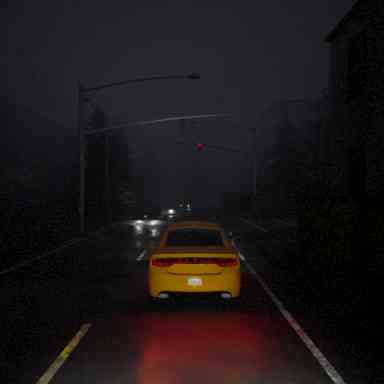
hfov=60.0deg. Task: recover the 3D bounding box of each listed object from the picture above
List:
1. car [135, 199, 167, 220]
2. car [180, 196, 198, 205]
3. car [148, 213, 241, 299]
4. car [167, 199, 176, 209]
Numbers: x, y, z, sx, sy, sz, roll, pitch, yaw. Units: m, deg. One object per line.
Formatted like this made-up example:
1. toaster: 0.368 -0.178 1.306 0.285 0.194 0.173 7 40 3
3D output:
1. car: -3.646 1.547 28.720 2.033 1.411 5.357 0 0 0
2. car: -0.407 1.525 59.746 1.812 1.442 4.674 0 0 25
3. car: 0.061 1.478 8.508 1.882 1.535 5.008 0 0 0
4. car: -3.432 1.601 46.695 1.895 1.301 4.718 0 0 4
